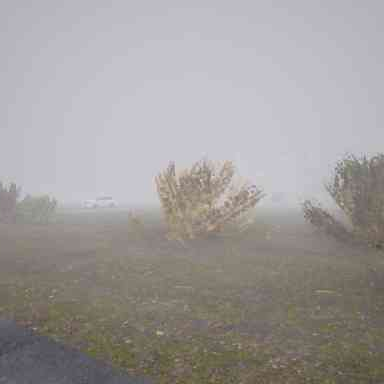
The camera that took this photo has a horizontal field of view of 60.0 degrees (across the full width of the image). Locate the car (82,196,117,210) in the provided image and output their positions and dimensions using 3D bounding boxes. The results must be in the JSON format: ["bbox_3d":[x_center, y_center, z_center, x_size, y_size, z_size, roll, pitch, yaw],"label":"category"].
[{"bbox_3d":[-14.305,1.644,51.770,2.150,2.045,5.566,-1,0,36],"label":"car"}]
